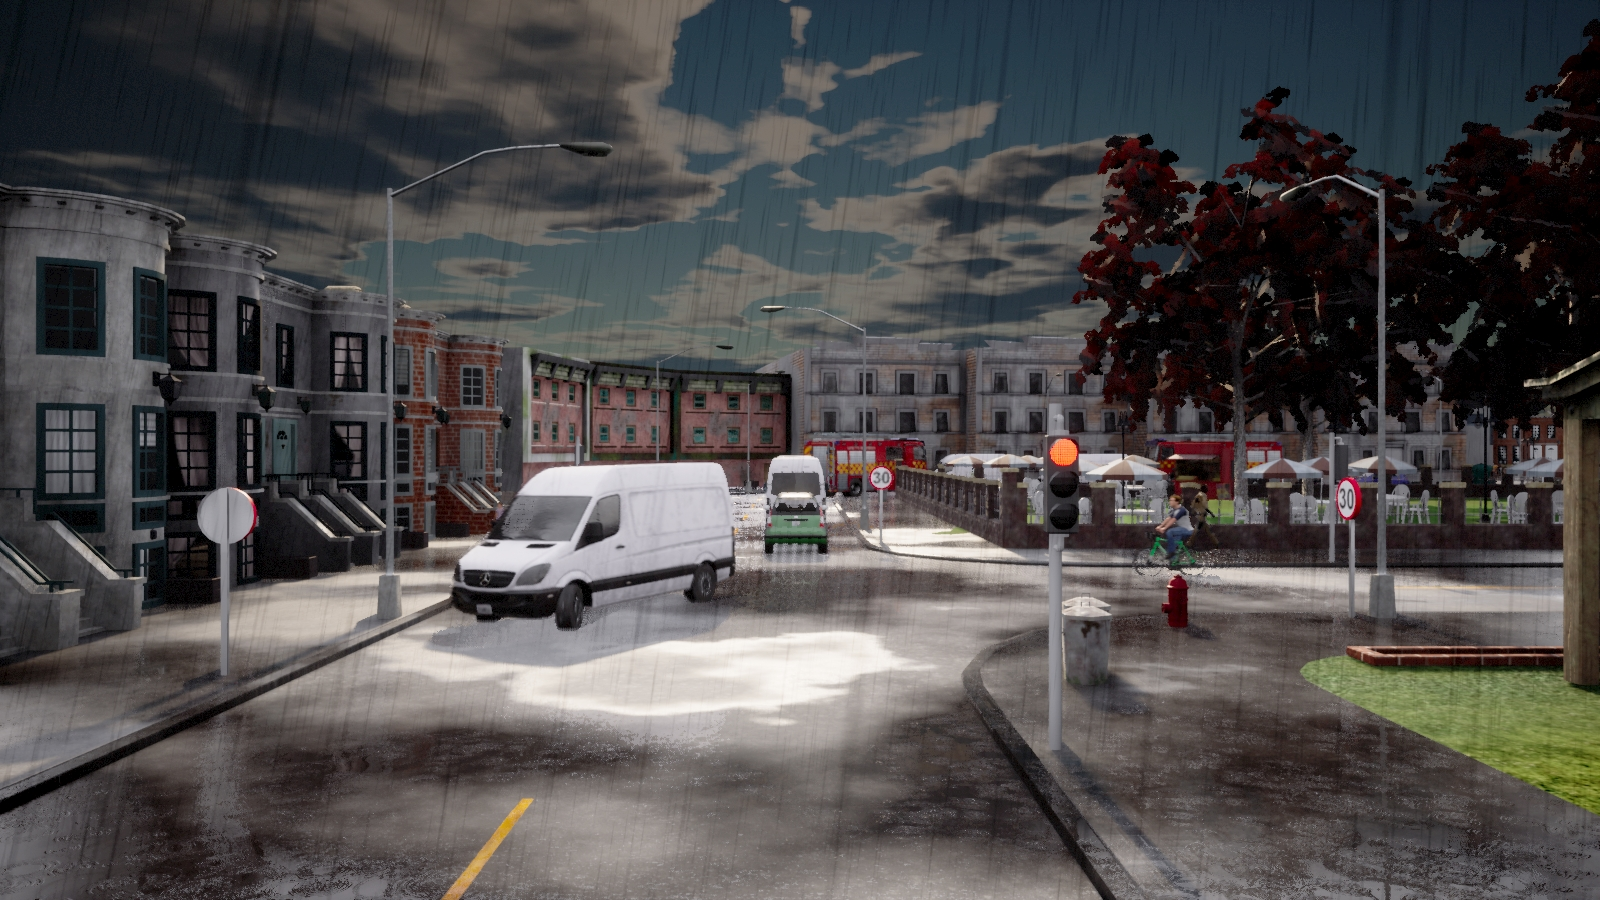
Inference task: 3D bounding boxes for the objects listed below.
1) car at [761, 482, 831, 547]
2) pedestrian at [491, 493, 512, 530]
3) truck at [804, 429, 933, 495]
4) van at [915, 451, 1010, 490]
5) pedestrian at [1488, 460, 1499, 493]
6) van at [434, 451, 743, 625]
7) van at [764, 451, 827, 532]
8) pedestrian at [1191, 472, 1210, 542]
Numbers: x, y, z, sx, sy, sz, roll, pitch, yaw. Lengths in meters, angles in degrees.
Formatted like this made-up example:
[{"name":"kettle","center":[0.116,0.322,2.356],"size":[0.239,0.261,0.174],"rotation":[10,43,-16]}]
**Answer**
[{"name":"car","center":[-0.119,1.779,32.373],"size":[1.851,1.617,3.988],"rotation":[0,0,0]},{"name":"pedestrian","center":[-9.244,1.904,35.394],"size":[0.500,1.100,0.500],"rotation":[0,0,8]},{"name":"truck","center":[4.295,0.672,70.228],"size":[8.468,3.827,2.891],"rotation":[0,0,-43]},{"name":"van","center":[10.550,1.314,74.428],"size":[5.915,2.561,1.988],"rotation":[0,0,0]},{"name":"pedestrian","center":[39.943,1.524,65.808],"size":[0.375,1.860,0.375],"rotation":[0,0,2]},{"name":"van","center":[-3.410,1.314,19.933],"size":[1.988,2.561,5.915],"rotation":[-1,-1,28]},{"name":"van","center":[-0.147,1.315,39.074],"size":[1.988,2.561,5.915],"rotation":[0,0,0]},{"name":"pedestrian","center":[10.715,1.517,30.555],"size":[0.375,1.860,0.375],"rotation":[0,0,-1]}]
